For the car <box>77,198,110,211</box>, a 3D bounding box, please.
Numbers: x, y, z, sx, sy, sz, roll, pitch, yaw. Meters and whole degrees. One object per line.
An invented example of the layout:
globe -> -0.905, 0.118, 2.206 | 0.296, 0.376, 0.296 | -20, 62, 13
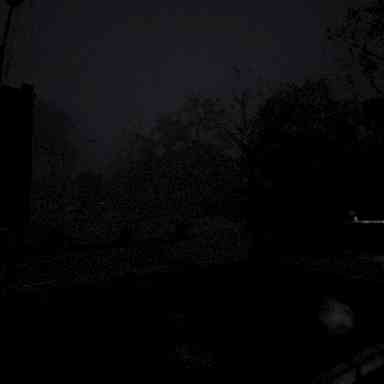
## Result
car -> -12.513, 1.538, 42.017 | 4.902, 1.511, 2.128 | 1, -1, 35
